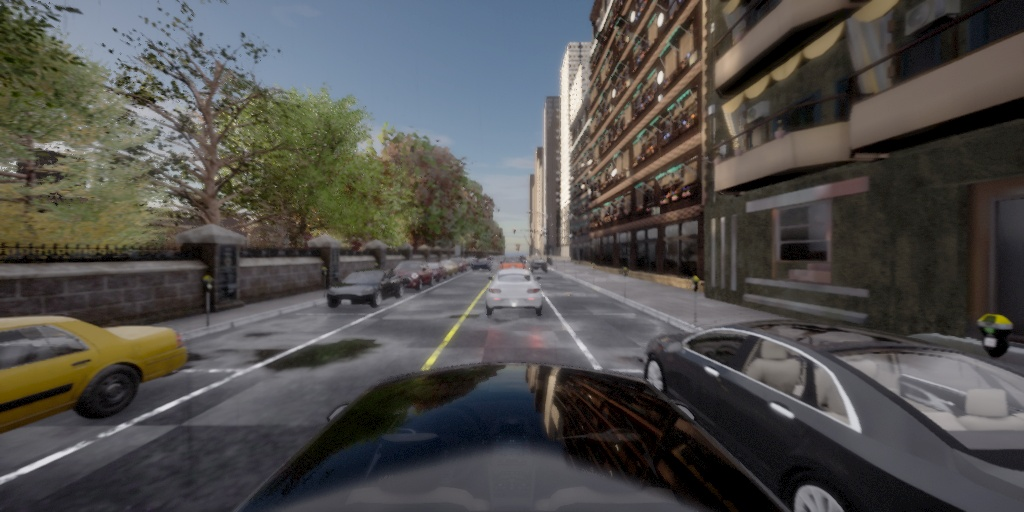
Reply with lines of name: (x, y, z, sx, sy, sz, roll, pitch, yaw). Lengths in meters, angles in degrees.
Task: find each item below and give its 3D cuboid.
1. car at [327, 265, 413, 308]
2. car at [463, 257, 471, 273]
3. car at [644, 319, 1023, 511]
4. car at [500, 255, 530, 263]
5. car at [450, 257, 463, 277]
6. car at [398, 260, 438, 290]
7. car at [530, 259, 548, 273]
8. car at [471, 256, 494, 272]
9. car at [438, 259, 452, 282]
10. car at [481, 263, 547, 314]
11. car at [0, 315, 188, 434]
car: (-5.691, 1.183, 14.478, 1.948, 1.339, 4.313, 0, 0, 0)
car: (-5.691, 0.832, 36.632, 1.967, 1.591, 4.097, 0, 0, 0)
car: (2.689, 1.283, 3.404, 2.007, 1.370, 4.403, 0, 0, 0)
car: (0.084, 0.823, 28.792, 2.097, 1.767, 4.553, 0, 1, 0)
car: (-5.691, 0.973, 30.923, 1.751, 1.417, 4.829, 0, 0, 0)
car: (-5.691, 1.000, 20.016, 1.967, 1.591, 4.097, 0, 0, 0)
car: (2.689, 0.943, 36.634, 2.007, 1.370, 4.403, 0, 0, 0)
car: (-3.096, 0.982, 37.754, 1.895, 1.301, 4.718, 0, 1, 0)
car: (-5.691, 1.086, 25.555, 1.802, 1.307, 4.207, 0, 0, 0)
car: (0.084, 1.159, 12.933, 1.812, 1.442, 4.674, 0, 1, 1)
car: (-5.692, 1.258, 3.231, 1.751, 1.417, 4.829, 0, 0, 0)
